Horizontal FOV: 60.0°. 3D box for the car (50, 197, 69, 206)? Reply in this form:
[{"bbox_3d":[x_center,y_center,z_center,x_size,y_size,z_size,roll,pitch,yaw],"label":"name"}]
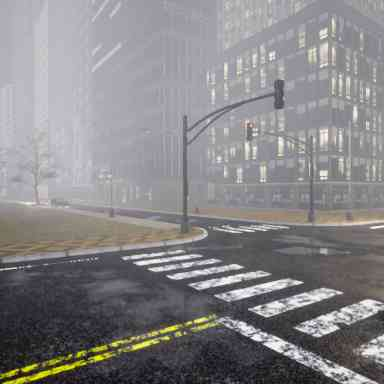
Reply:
[{"bbox_3d":[-21.668,1.553,54.255,2.033,1.411,5.357,0,0,-35],"label":"car"}]
